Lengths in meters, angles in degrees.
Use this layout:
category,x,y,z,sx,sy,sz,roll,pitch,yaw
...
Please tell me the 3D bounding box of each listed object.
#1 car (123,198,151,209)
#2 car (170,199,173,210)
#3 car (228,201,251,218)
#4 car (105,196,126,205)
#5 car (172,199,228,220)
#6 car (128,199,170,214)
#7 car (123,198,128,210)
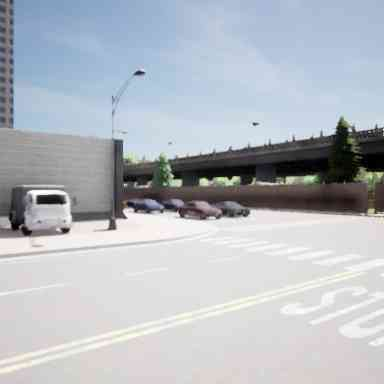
category,x,y,z,sx,sy,sz,roll,pitch,yaw
car,-7.631,1.565,45.389,1.895,1.301,4.718,0,0,-35
car,-2.055,1.512,37.584,2.033,1.411,5.357,0,0,-35
car,3.316,1.528,30.071,1.994,1.385,4.181,0,0,-36
car,-13.987,1.445,60.586,1.882,1.535,5.008,0,0,-36
car,0.588,1.487,27.869,1.812,1.442,4.674,0,0,-36
car,-4.631,1.486,35.174,1.812,1.442,4.674,0,0,-36
car,-9.979,1.438,42.642,1.882,1.535,5.008,0,0,-35
